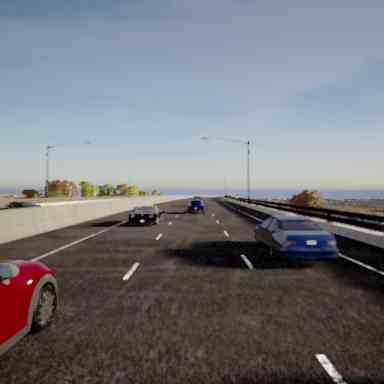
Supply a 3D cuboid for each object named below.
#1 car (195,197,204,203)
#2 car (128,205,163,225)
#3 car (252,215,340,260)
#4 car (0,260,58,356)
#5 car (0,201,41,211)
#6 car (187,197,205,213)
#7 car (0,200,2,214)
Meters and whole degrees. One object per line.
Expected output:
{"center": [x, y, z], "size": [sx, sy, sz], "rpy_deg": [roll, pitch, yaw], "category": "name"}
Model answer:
{"center": [1.592, 1.732, 73.561], "size": [1.895, 1.301, 4.718], "rpy_deg": [0, 0, 2], "category": "car"}
{"center": [-3.221, 1.611, 23.948], "size": [1.895, 1.301, 4.718], "rpy_deg": [0, 0, 1], "category": "car"}
{"center": [3.546, 1.550, 12.336], "size": [2.033, 1.411, 5.357], "rpy_deg": [0, 0, 0], "category": "car"}
{"center": [-3.386, 1.351, 3.954], "size": [2.097, 1.767, 4.553], "rpy_deg": [0, 0, 0], "category": "car"}
{"center": [-13.867, 1.487, 26.421], "size": [1.882, 1.535, 5.008], "rpy_deg": [0, 0, 1], "category": "car"}
{"center": [0.452, 1.560, 37.750], "size": [1.812, 1.442, 4.674], "rpy_deg": [0, 0, 1], "category": "car"}
{"center": [-20.747, 1.562, 31.813], "size": [2.033, 1.411, 5.357], "rpy_deg": [0, 0, 1], "category": "car"}
